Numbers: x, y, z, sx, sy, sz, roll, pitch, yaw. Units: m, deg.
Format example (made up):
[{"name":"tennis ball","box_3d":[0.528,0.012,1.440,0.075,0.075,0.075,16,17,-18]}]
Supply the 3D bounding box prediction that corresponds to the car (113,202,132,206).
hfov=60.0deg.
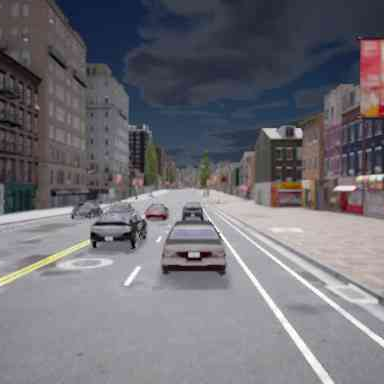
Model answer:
[{"name":"car","box_3d":[-6.610,1.719,31.299,1.837,1.490,4.892,0,0,0]}]

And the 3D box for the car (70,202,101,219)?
[{"name":"car","box_3d":[-9.861,1.719,31.328,1.837,1.490,4.892,0,0,0]}]

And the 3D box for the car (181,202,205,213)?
[{"name":"car","box_3d":[0.077,1.714,30.528,1.837,1.490,4.892,0,0,0]}]

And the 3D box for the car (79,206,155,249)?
[{"name":"car","box_3d":[-3.170,1.593,15.169,2.128,1.511,4.902,0,0,0]}]

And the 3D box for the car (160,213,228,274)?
[{"name":"car","box_3d":[0.063,1.615,10.723,2.033,1.411,5.357,0,0,0]}]

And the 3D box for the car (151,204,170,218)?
[{"name":"car","box_3d":[-3.173,1.775,30.921,1.994,1.385,4.181,0,0,0]}]
